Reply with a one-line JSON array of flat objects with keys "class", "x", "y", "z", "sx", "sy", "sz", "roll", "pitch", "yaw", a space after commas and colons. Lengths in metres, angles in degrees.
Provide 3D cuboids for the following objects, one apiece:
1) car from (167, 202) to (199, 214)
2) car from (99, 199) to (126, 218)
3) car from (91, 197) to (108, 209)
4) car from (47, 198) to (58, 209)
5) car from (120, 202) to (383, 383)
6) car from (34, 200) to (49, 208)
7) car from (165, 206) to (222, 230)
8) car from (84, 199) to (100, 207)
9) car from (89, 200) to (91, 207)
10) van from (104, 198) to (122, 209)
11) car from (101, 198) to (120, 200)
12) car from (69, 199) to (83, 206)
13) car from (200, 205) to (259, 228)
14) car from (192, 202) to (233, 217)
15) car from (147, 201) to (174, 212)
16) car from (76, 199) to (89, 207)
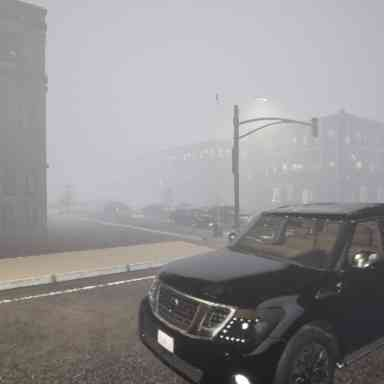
[{"class": "car", "x": -1.093, "y": 1.903, "z": 40.303, "sx": 1.802, "sy": 1.307, "sz": 4.206, "roll": -2, "pitch": 0, "yaw": -35}, {"class": "car", "x": -7.929, "y": 1.846, "z": 35.451, "sx": 1.967, "sy": 1.590, "sz": 4.097, "roll": -1, "pitch": 0, "yaw": -35}, {"class": "car", "x": -14.328, "y": 2.052, "z": 54.495, "sx": 2.128, "sy": 1.511, "sz": 4.902, "roll": -1, "pitch": 0, "yaw": -35}, {"class": "car", "x": -23.844, "y": 2.232, "z": 57.884, "sx": 1.752, "sy": 1.417, "sz": 4.829, "roll": -1, "pitch": 0, "yaw": -35}, {"class": "car", "x": 1.982, "y": 1.220, "z": 5.106, "sx": 5.566, "sy": 2.045, "sz": 2.150, "roll": 0, "pitch": 0, "yaw": -35}, {"class": "car", "x": -30.348, "y": 2.375, "z": 67.052, "sx": 2.008, "sy": 1.369, "sz": 4.403, "roll": -1, "pitch": 0, "yaw": -35}, {"class": "car", "x": 0.004, "y": 1.814, "z": 24.064, "sx": 1.947, "sy": 1.339, "sz": 4.313, "roll": -1, "pitch": 0, "yaw": -35}, {"class": "car", "x": -20.311, "y": 2.227, "z": 67.388, "sx": 1.887, "sy": 1.381, "sz": 4.507, "roll": -1, "pitch": 0, "yaw": -35}, {"class": "car", "x": -17.114, "y": 1.939, "z": 62.873, "sx": 2.192, "sy": 1.841, "sz": 5.009, "roll": -1, "pitch": 0, "yaw": -35}, {"class": "van", "x": -13.910, "y": 1.907, "z": 58.359, "sx": 1.690, "sy": 1.788, "sz": 3.998, "roll": -1, "pitch": 0, "yaw": -35}, {"class": "car", "x": -9.254, "y": 1.938, "z": 41.827, "sx": 2.128, "sy": 1.511, "sz": 4.902, "roll": -1, "pitch": 0, "yaw": -35}, {"class": "car", "x": -26.717, "y": 2.364, "z": 76.417, "sx": 1.947, "sy": 1.339, "sz": 4.313, "roll": -1, "pitch": 0, "yaw": -35}, {"class": "car", "x": 2.685, "y": 1.737, "z": 24.990, "sx": 1.812, "sy": 1.442, "sz": 4.674, "roll": -1, "pitch": 0, "yaw": -33}, {"class": "car", "x": 2.110, "y": 1.809, "z": 35.788, "sx": 2.008, "sy": 1.369, "sz": 4.403, "roll": -2, "pitch": 0, "yaw": -35}, {"class": "car", "x": -4.295, "y": 1.966, "z": 44.817, "sx": 1.802, "sy": 1.307, "sz": 4.206, "roll": -2, "pitch": 0, "yaw": -35}, {"class": "car", "x": -21.897, "y": 2.263, "z": 65.162, "sx": 1.994, "sy": 1.385, "sz": 4.181, "roll": -1, "pitch": 0, "yaw": -35}]
